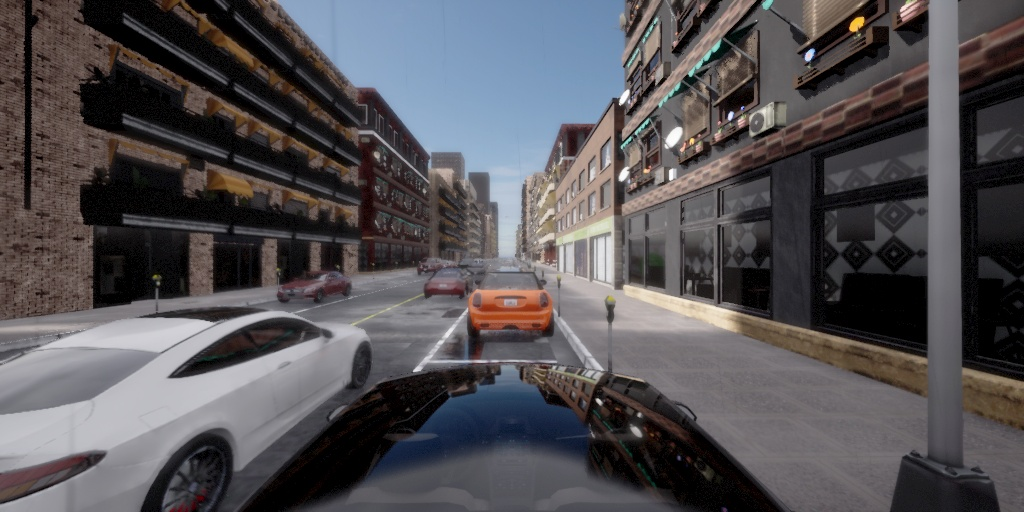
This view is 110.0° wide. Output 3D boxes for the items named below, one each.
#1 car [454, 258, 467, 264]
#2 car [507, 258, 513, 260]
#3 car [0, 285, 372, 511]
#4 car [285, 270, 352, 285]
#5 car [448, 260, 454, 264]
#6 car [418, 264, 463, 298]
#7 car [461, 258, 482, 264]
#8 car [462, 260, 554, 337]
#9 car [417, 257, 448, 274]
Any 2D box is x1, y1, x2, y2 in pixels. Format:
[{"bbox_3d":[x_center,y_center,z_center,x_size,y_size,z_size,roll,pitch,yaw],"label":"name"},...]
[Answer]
[{"bbox_3d":[-6.164,1.099,48.561,2.097,1.767,4.553,0,0,0],"label":"car"},{"bbox_3d":[-0.456,1.275,39.173,1.751,1.417,4.829,0,0,0],"label":"car"},{"bbox_3d":[-3.145,1.275,3.848,1.812,1.442,4.674,0,0,0],"label":"car"},{"bbox_3d":[-8.837,1.333,16.462,1.802,1.307,4.207,0,0,0],"label":"car"},{"bbox_3d":[-8.837,1.188,44.643,1.967,1.591,4.097,0,0,0],"label":"car"},{"bbox_3d":[-3.130,1.315,18.424,1.994,1.385,4.181,0,0,1],"label":"car"},{"bbox_3d":[-3.129,1.243,33.436,2.128,1.511,4.902,0,0,0],"label":"car"},{"bbox_3d":[-0.032,1.103,10.469,2.097,1.767,4.553,0,0,0],"label":"car"},{"bbox_3d":[-8.837,1.064,39.007,2.192,1.841,5.009,0,0,0],"label":"car"}]
